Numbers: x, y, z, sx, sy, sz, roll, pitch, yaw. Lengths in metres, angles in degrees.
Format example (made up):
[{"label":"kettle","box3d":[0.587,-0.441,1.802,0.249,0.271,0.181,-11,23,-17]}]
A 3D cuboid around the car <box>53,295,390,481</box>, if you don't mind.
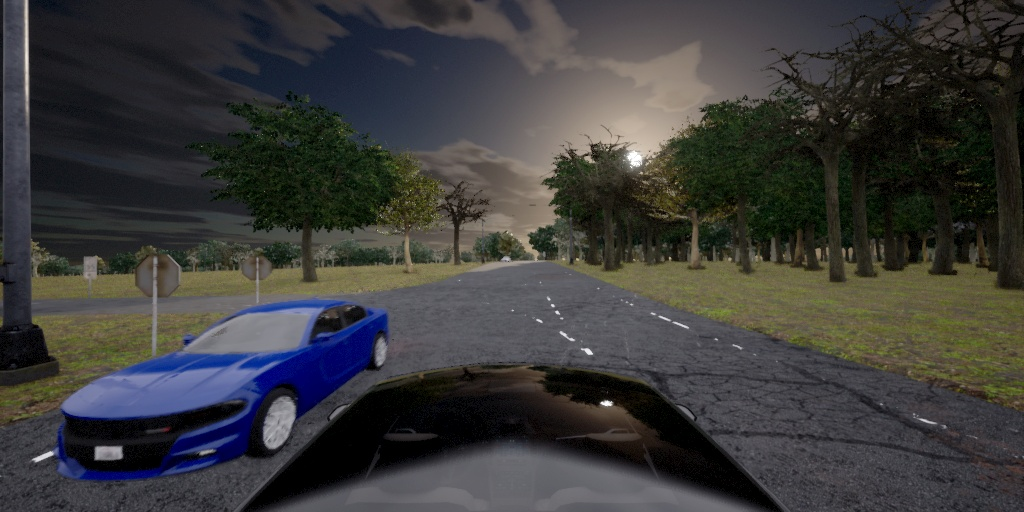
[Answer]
[{"label":"car","box3d":[-3.524,1.472,5.630,1.882,1.535,5.008,-1,-1,0]}]
